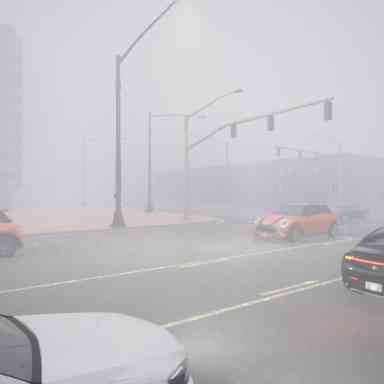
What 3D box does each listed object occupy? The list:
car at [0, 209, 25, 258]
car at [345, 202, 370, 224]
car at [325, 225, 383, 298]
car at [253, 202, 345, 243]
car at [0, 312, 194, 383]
[{"bbox_3d":[-8.180,1.352,11.059,4.553,1.767,2.097,0,0,-35],"label":"car"},{"bbox_3d":[11.507,1.505,25.013,4.892,1.490,1.837,0,0,-35],"label":"car"},{"bbox_3d":[5.341,1.505,7.551,4.892,1.490,1.837,0,0,-35],"label":"car"},{"bbox_3d":[5.087,1.352,16.171,4.553,1.767,2.097,0,0,-35],"label":"car"},{"bbox_3d":[-2.137,1.526,2.224,4.674,1.442,1.812,0,0,-35],"label":"car"}]
